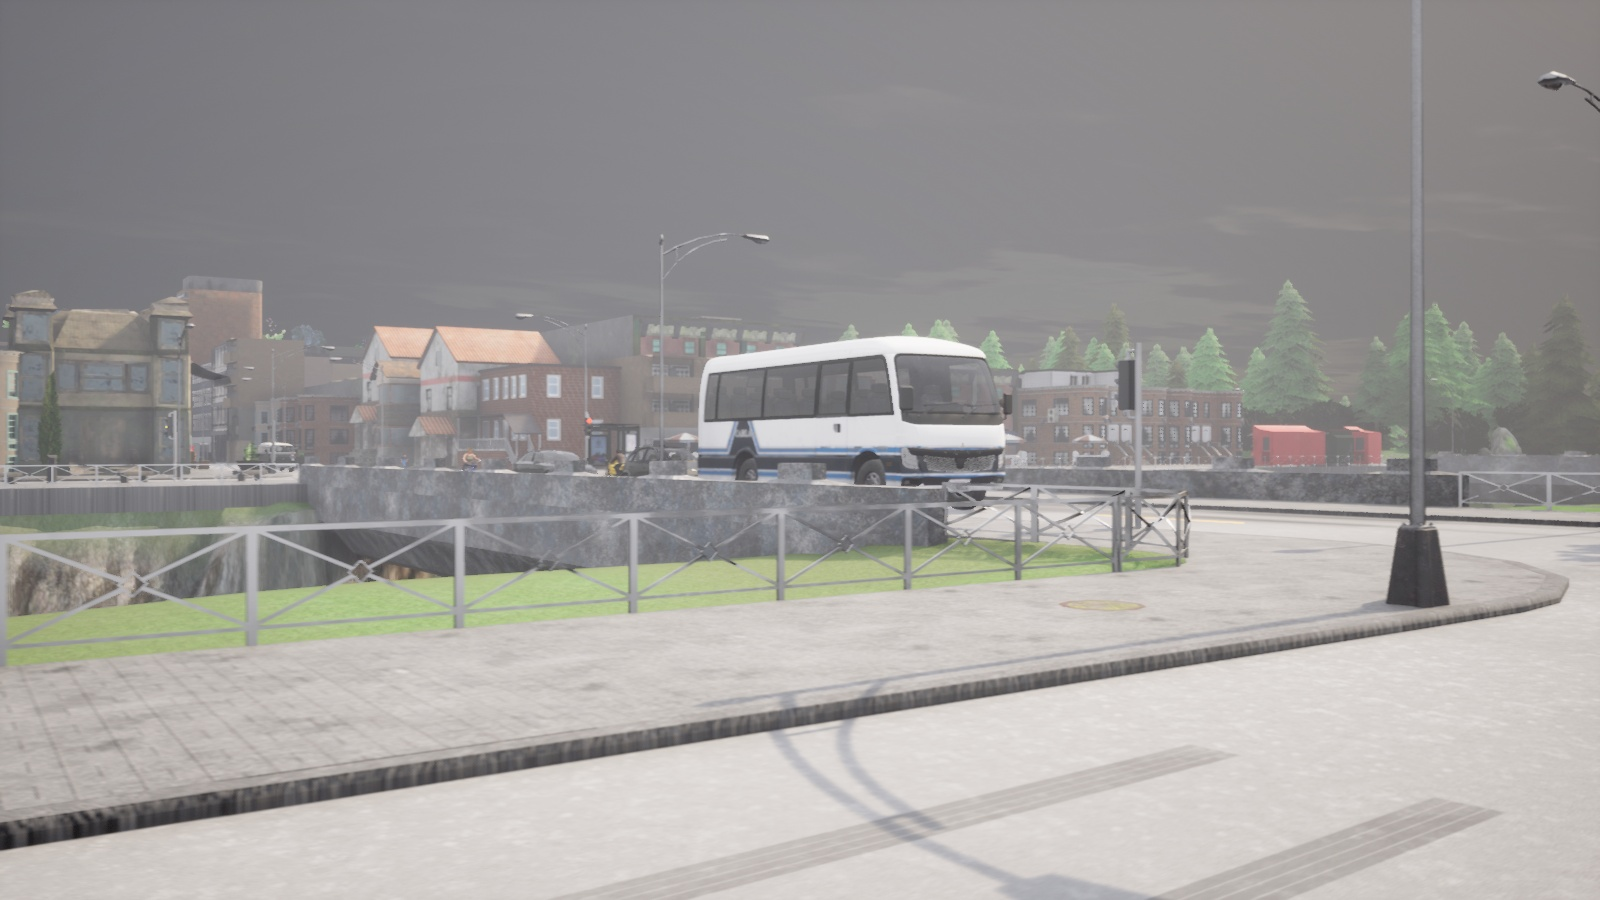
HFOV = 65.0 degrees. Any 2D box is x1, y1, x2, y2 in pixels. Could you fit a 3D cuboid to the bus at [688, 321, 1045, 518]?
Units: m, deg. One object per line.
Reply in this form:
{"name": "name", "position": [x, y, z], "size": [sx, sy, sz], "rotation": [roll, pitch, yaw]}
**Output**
{"name": "bus", "position": [1.259, -0.655, 32.579], "size": [3.944, 4.253, 10.273], "rotation": [0, 0, -33]}

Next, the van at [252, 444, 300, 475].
{"name": "van", "position": [-35.680, 0.653, 85.431], "size": [2.069, 2.038, 4.480], "rotation": [0, 0, -35]}

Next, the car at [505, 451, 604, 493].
{"name": "car", "position": [-9.375, 0.787, 47.671], "size": [1.837, 1.490, 4.892], "rotation": [0, 0, -36]}

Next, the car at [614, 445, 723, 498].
{"name": "car", "position": [-4.299, 0.651, 40.514], "size": [1.851, 1.617, 3.988], "rotation": [0, 0, -33]}
